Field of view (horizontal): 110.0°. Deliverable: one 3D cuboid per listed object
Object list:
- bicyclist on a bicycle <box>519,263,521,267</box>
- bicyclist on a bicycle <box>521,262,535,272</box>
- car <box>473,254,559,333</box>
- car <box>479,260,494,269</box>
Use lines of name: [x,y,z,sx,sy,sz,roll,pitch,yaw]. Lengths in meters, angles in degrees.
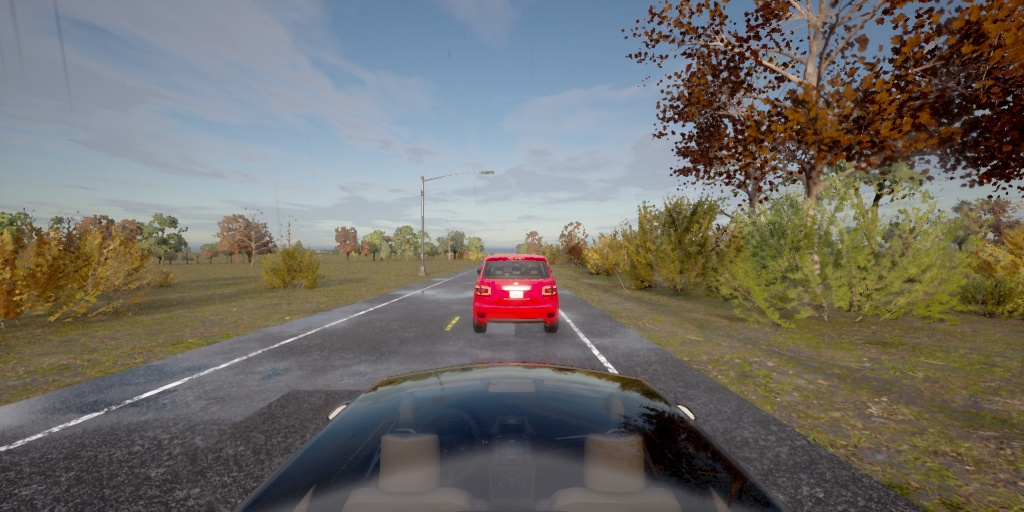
bicyclist on a bicycle: [0.891,1.110,28.573,0.659,1.776,1.843,0,0,0]
bicyclist on a bicycle: [0.935,1.114,18.560,0.659,1.776,1.843,0,0,0]
car: [0.088,0.968,10.854,2.150,2.045,5.566,0,0,0]
car: [-3.891,1.282,56.100,2.033,1.411,5.357,0,0,-1]
